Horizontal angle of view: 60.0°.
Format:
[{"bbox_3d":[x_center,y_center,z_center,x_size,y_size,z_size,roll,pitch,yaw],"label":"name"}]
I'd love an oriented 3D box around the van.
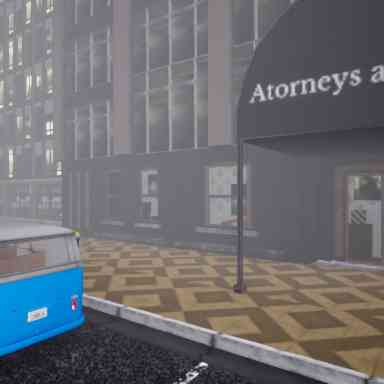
[{"bbox_3d":[-3.497,1.341,5.359,3.998,1.788,1.690,0,0,35],"label":"van"}]
